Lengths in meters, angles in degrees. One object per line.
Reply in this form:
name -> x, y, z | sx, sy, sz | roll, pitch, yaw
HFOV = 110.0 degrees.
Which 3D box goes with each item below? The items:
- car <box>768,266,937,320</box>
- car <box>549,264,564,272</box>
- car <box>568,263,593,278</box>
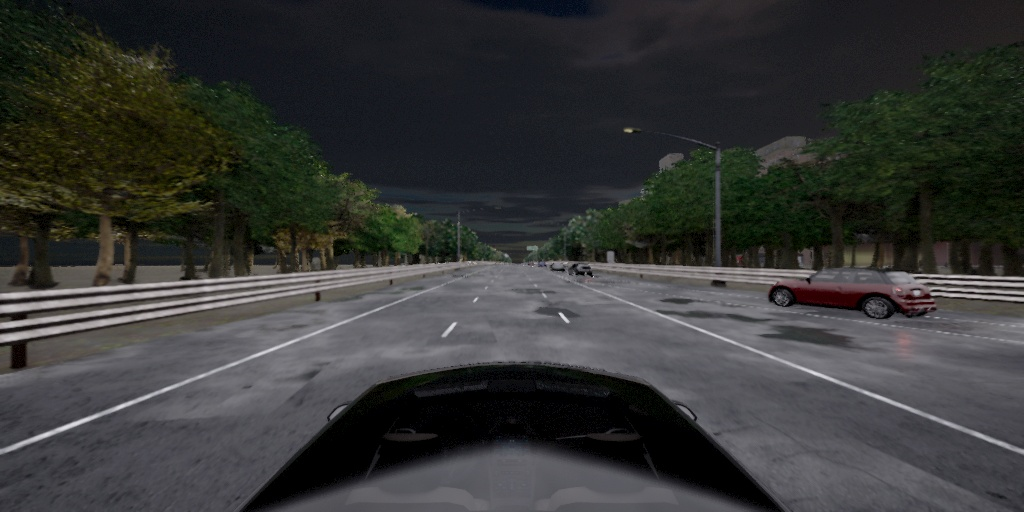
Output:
car -> 12.352, 1.222, 13.528 | 2.097, 1.767, 4.553 | 1, -1, -18
car -> 6.993, 1.712, 55.996 | 1.994, 1.385, 4.181 | 0, 0, 0
car -> 7.351, 1.525, 38.911 | 1.837, 1.490, 4.892 | 0, 0, -4
